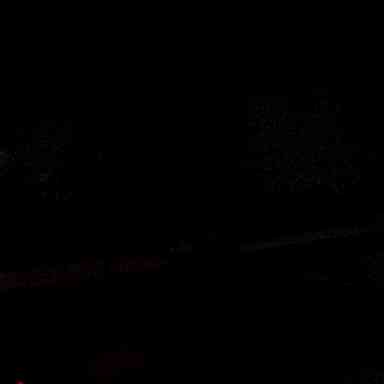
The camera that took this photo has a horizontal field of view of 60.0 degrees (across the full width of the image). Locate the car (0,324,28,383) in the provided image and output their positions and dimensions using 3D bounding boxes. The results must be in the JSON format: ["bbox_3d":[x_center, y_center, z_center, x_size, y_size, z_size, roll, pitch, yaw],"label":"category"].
[{"bbox_3d":[-3.190,1.573,1.822,4.181,1.385,1.994,0,0,-35],"label":"car"}]
